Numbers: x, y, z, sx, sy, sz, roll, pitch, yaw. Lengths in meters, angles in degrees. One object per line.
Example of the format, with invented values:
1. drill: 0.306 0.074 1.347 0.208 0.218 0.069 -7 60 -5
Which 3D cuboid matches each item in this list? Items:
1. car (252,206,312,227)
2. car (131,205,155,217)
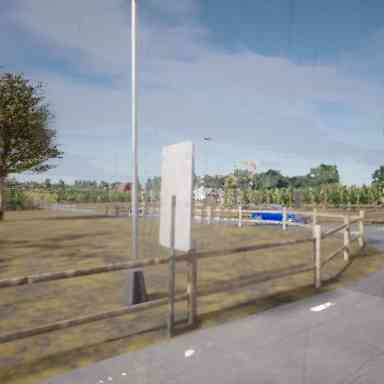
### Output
1. car: 6.856 1.837 25.757 1.882 1.535 5.008 2 -3 -36
2. car: -6.798 2.538 44.791 2.128 1.511 4.902 2 -3 -36
